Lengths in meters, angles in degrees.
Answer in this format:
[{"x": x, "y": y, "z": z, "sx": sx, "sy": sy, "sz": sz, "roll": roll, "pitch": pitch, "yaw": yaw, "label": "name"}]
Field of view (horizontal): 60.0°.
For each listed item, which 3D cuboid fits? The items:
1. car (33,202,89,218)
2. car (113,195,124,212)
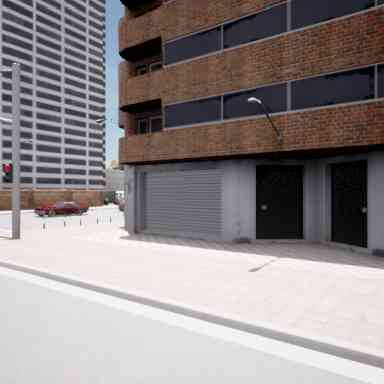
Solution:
[{"x": -12.113, "y": 1.601, "z": 30.943, "sx": 1.895, "sy": 1.301, "sz": 4.718, "roll": 0, "pitch": 0, "yaw": 35, "label": "car"}, {"x": -6.398, "y": 1.478, "z": 39.046, "sx": 1.882, "sy": 1.535, "sz": 5.008, "roll": 0, "pitch": 0, "yaw": 35, "label": "car"}]
